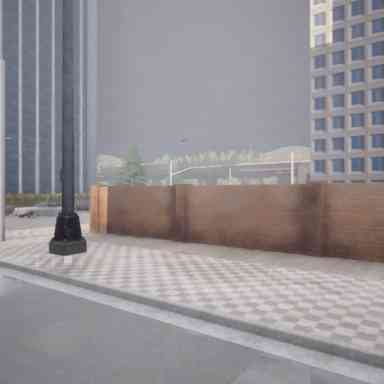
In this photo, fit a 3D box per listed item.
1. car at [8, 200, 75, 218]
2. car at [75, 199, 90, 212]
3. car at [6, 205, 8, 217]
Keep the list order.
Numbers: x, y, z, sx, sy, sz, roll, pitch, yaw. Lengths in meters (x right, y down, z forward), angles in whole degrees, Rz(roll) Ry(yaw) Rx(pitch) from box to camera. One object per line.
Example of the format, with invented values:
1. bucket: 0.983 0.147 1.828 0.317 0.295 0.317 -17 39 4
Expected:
1. car: -13.420 1.601 29.947 1.895 1.301 4.718 0 0 35
2. car: -12.415 1.547 37.483 2.033 1.411 5.357 0 0 35
3. car: -18.224 1.547 29.252 2.033 1.411 5.357 0 0 32
